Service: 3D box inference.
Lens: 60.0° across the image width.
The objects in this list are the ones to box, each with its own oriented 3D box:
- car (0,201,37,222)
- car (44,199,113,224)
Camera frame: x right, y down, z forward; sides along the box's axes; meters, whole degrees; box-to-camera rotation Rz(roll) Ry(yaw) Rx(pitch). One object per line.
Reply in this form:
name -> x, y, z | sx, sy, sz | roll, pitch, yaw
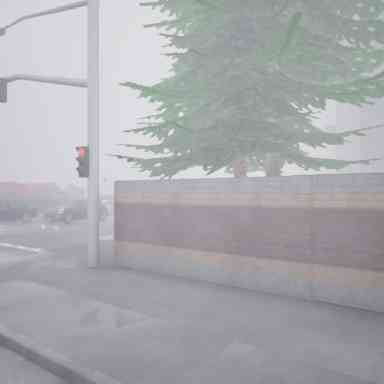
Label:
car -> -13.536, 1.424, 23.390 | 1.882, 1.535, 5.008 | 0, 0, 35
car -> -8.457, 1.299, 24.518 | 2.097, 1.767, 4.553 | 0, 0, 35
